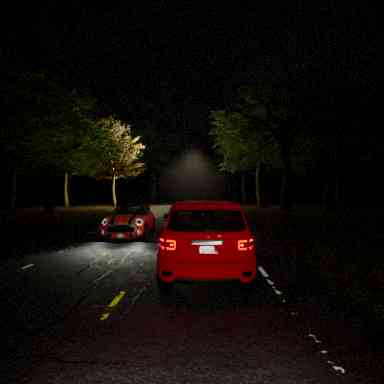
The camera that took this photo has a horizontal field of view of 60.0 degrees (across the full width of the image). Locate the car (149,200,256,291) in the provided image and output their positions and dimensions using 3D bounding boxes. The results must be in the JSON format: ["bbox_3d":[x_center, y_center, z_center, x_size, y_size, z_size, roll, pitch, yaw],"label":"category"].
[{"bbox_3d":[0.351,1.227,9.199,2.150,2.045,5.566,0,0,1],"label":"car"}]

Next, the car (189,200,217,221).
[{"bbox_3d":[0.892,1.512,28.173,2.128,1.511,4.902,0,0,1],"label":"car"}]

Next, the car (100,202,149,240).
[{"bbox_3d":[-3.133,1.361,17.004,2.097,1.767,4.553,0,0,2],"label":"car"}]
